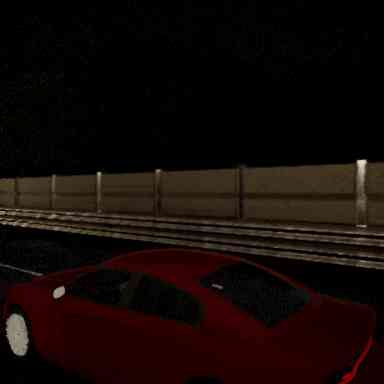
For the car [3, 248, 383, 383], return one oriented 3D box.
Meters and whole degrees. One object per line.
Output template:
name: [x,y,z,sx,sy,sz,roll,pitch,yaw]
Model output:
car: [-0.448,1.472,4.189,5.008,1.535,1.882,0,0,35]
